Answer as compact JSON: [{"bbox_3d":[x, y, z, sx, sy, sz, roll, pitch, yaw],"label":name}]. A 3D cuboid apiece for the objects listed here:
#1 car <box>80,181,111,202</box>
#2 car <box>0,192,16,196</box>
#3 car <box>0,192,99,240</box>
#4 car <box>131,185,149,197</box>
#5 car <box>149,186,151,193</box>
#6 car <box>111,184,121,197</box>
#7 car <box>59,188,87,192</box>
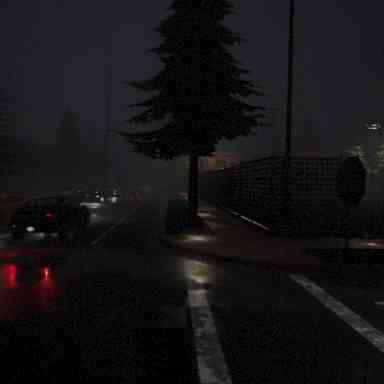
[{"bbox_3d":[-10.482,-0.096,35.571,2.150,2.045,5.566,1,2,-4],"label":"car"},{"bbox_3d":[-9.205,0.803,15.607,1.882,1.535,5.008,1,2,-4],"label":"car"},{"bbox_3d":[-5.539,0.945,13.521,2.128,1.511,4.902,1,2,-4],"label":"car"},{"bbox_3d":[-7.550,-0.102,47.273,1.812,1.442,4.674,1,2,-4],"label":"car"},{"bbox_3d":[-8.478,-0.563,60.102,1.882,1.535,5.008,1,2,-4],"label":"car"},{"bbox_3d":[-11.135,-0.299,46.022,2.097,1.767,4.553,1,2,-3],"label":"car"},{"bbox_3d":[-9.851,0.605,25.595,1.895,1.301,4.718,1,2,-4],"label":"car"}]
